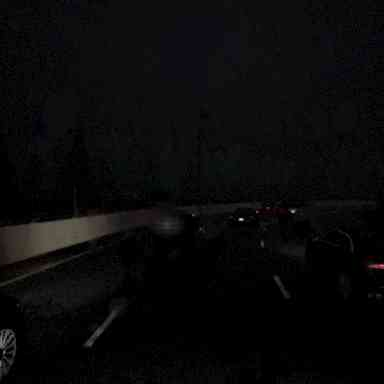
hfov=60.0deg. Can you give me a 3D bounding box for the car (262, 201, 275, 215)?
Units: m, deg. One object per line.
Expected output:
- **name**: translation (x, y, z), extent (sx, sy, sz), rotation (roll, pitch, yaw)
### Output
- **car**: translation (9.167, 1.835, 38.269), extent (2.097, 1.767, 4.553), rotation (0, -1, 24)

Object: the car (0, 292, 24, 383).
- **car**: translation (-3.205, 1.521, 2.505), extent (2.128, 1.511, 4.902), rotation (0, -1, 2)

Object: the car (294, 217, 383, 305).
- **car**: translation (4.212, 1.599, 8.245), extent (2.128, 1.511, 4.902), rotation (0, -1, 6)

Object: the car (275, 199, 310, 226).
- **car**: translation (8.192, 1.562, 26.697), extent (2.150, 2.045, 5.566), rotation (0, -1, 18)

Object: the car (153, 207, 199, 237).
- **car**: translation (-0.861, 1.812, 20.055), extent (1.994, 1.385, 4.181), rotation (0, -1, 13)

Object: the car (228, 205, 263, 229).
- **car**: translation (3.886, 1.871, 24.400), extent (1.994, 1.385, 4.181), rotation (0, -1, 16)
